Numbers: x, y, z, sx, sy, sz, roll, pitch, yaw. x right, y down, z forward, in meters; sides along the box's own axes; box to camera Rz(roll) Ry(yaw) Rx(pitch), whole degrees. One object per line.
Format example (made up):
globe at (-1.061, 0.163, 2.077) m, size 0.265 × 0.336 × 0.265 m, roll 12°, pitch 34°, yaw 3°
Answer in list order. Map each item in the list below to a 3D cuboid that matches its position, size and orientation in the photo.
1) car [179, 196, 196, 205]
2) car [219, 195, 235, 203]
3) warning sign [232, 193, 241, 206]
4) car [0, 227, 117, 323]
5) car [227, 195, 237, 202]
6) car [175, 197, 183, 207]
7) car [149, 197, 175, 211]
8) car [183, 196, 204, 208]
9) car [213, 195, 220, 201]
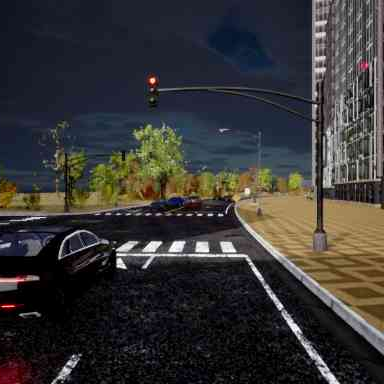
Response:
car at (-0.761, 1.555, 62.214) m, size 2.033 × 1.411 × 5.357 m, roll 0°, pitch 0°, yaw 11°
car at (7.521, 1.494, 70.155) m, size 1.882 × 1.535 × 5.008 m, roll 0°, pitch 0°, yaw 12°
warning sign at (6.482, 1.123, 48.260) m, size 1.300 × 1.860 × 1.060 m, roll 0°, pitch 0°, yaw 8°
car at (-2.989, 1.491, 7.163) m, size 2.128 × 1.511 × 4.902 m, roll 0°, pitch 0°, yaw 1°
car at (9.658, 1.500, 80.412) m, size 1.882 × 1.535 × 5.008 m, roll 0°, pitch 0°, yaw 14°
car at (-2.504, 1.481, 51.705) m, size 1.882 × 1.535 × 5.008 m, roll 0°, pitch 0°, yaw 9°
car at (-3.909, 1.548, 41.487) m, size 2.033 × 1.411 × 5.357 m, roll 0°, pitch 0°, yaw 7°
car at (0.500, 1.355, 48.544) m, size 2.097 × 1.767 × 4.553 m, roll 0°, pitch 0°, yaw 8°
car at (6.365, 1.497, 80.602) m, size 1.882 × 1.535 × 5.008 m, roll 0°, pitch 0°, yaw 14°
